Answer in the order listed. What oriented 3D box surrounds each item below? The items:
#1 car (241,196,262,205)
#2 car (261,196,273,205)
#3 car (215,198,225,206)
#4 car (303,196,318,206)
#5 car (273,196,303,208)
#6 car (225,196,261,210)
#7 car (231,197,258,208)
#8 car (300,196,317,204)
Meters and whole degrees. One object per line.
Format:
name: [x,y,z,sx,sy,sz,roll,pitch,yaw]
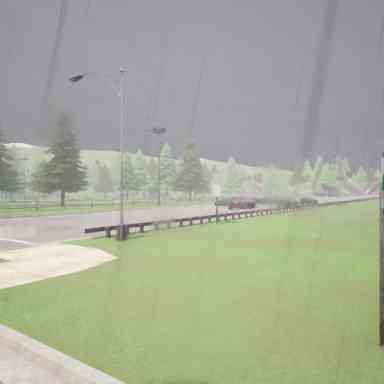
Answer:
car: [11.028,1.476,60.941,1.882,1.535,5.008,0,0,35]
car: [13.896,1.490,58.935,2.128,1.511,4.902,0,0,35]
car: [5.366,1.562,52.742,1.994,1.385,4.181,0,0,35]
car: [19.157,1.504,54.243,1.837,1.490,4.892,0,0,35]
car: [13.294,1.504,45.782,1.837,1.490,4.892,0,0,35]
car: [6.519,1.351,42.110,2.097,1.767,4.553,0,0,35]
car: [8.063,1.490,50.505,2.128,1.511,4.902,0,0,35]
car: [23.078,1.525,65.777,1.812,1.442,4.674,0,0,35]
